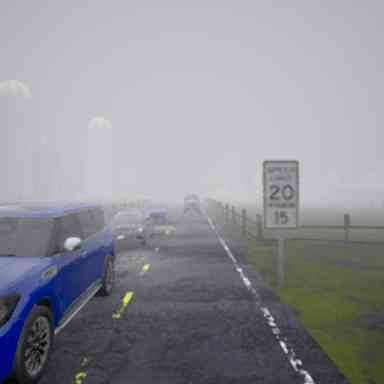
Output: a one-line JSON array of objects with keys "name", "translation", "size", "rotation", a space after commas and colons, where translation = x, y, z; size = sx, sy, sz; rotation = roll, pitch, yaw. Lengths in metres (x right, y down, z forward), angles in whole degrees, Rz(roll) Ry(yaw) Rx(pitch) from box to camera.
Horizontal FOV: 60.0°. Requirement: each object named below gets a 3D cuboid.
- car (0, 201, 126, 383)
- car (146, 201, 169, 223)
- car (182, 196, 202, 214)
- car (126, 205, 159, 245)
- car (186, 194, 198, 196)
[{"name": "car", "translation": [-2.841, 1.225, 5.677], "size": [2.150, 2.045, 5.566], "rotation": [0, 0, 0]}, {"name": "car", "translation": [-2.834, 1.499, 25.840], "size": [1.882, 1.535, 5.008], "rotation": [0, 0, 0]}, {"name": "car", "translation": [0.002, 1.537, 35.573], "size": [1.837, 1.490, 4.892], "rotation": [0, 0, 0]}, {"name": "car", "translation": [-2.835, 1.537, 15.643], "size": [1.812, 1.442, 4.674], "rotation": [0, 0, 0]}, {"name": "car", "translation": [0.007, 1.270, 46.639], "size": [2.150, 2.045, 5.566], "rotation": [0, 0, 0]}]
